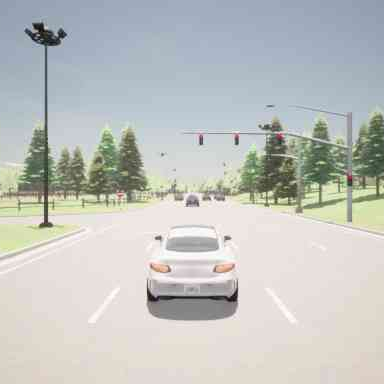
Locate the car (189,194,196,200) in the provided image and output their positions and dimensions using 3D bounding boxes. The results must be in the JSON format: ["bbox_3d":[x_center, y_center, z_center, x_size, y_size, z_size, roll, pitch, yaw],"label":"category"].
[{"bbox_3d":[0.171,1.332,93.079,1.837,1.490,4.892,0,0,0],"label":"car"}]

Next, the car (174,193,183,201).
[{"bbox_3d":[-3.347,1.543,83.049,1.994,1.385,4.181,0,0,0],"label":"car"}]

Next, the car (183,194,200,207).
[{"bbox_3d":[0.096,1.352,52.017,2.097,1.767,4.553,0,0,0],"label":"car"}]

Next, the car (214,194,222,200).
[{"bbox_3d":[7.171,1.384,93.067,1.994,1.385,4.181,0,0,0],"label":"car"}]

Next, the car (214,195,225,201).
[{"bbox_3d":[7.152,1.516,82.647,2.128,1.511,4.902,0,0,0],"label":"car"}]

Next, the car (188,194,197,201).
[{"bbox_3d":[0.153,1.347,83.046,2.097,1.767,4.553,0,0,0],"label":"car"}]

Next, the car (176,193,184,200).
[{"bbox_3d":[-3.329,1.187,93.056,2.097,1.767,4.553,0,0,0],"label":"car"}]

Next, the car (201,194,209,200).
[{"bbox_3d":[3.671,1.372,93.073,2.033,1.411,5.357,0,0,0],"label":"car"}]

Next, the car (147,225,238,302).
[{"bbox_3d":[0.021,1.526,8.143,1.812,1.442,4.674,0,0,0],"label":"car"}]

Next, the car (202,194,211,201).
[{"bbox_3d":[3.653,1.347,83.040,2.097,1.767,4.553,0,0,0],"label":"car"}]
